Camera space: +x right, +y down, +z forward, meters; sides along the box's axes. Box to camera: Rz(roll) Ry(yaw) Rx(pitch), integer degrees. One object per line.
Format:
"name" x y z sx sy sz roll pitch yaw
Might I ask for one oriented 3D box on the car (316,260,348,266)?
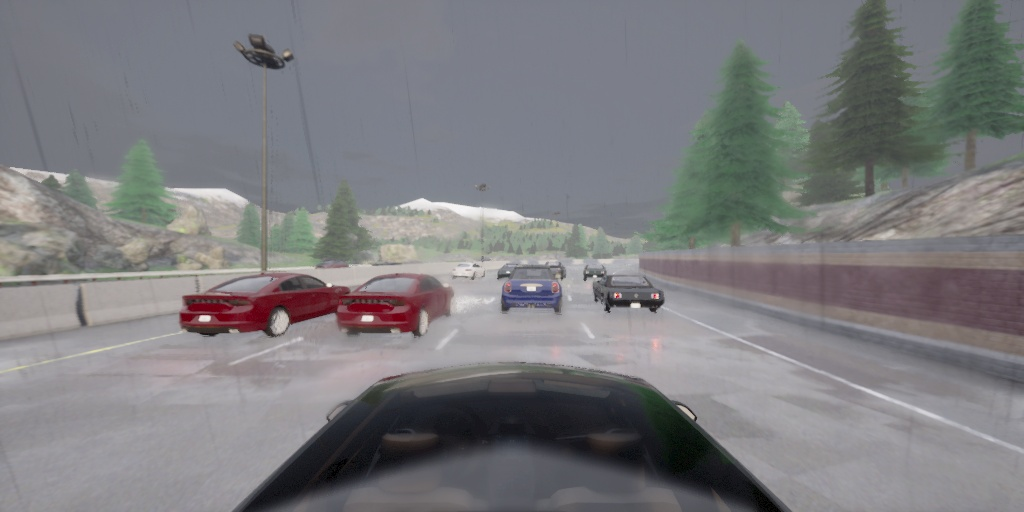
"car" -22.110 1.230 44.057 1.994 1.385 4.181 0 0 15

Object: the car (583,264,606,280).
"car" 7.246 1.359 31.247 1.895 1.301 4.718 0 0 13

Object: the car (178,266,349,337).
"car" -6.500 1.205 10.242 1.882 1.535 5.008 0 0 4

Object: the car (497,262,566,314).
"car" 0.839 1.099 13.963 2.097 1.767 4.553 0 0 5

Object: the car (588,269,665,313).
"car" 4.332 1.358 14.129 1.895 1.301 4.718 0 0 6

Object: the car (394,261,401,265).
"car" -13.516 1.254 48.388 1.994 1.385 4.181 0 0 18

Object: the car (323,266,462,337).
"car" -2.989 1.215 10.299 1.882 1.535 5.008 0 0 4

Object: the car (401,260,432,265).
"car" -11.171 1.298 44.260 1.895 1.301 4.718 0 0 17

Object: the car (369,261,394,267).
"car" -17.136 1.279 48.646 1.895 1.301 4.718 0 0 18

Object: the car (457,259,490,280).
"car" -3.636 1.252 30.597 1.812 1.442 4.674 0 0 12
